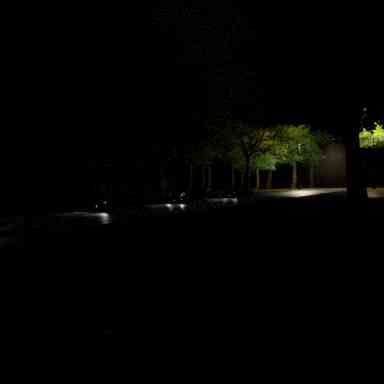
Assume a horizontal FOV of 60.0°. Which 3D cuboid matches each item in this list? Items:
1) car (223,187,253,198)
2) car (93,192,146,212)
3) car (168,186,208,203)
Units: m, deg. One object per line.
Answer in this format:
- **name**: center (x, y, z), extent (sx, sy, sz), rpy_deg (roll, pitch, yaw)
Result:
- **car**: center (5.847, 0.051, 42.213), extent (1.895, 1.301, 4.718), rpy_deg (-1, 2, 38)
- **car**: center (-5.801, 0.718, 27.119), extent (1.812, 1.442, 4.674), rpy_deg (-1, 2, 39)
- **car**: center (-0.378, 0.194, 34.159), extent (2.097, 1.767, 4.553), rpy_deg (-1, 2, 38)
